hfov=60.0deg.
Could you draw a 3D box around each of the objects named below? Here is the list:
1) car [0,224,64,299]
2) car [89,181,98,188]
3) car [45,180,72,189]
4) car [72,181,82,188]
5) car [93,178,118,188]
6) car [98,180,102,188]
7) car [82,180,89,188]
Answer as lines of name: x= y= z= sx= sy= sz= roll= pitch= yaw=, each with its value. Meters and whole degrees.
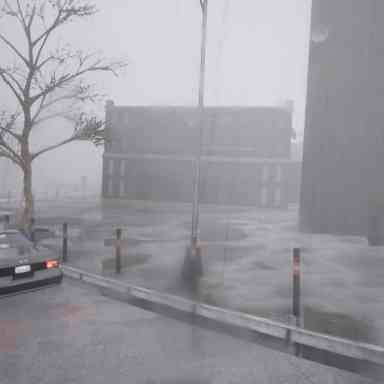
car: x=-5.161 y=1.463 z=7.901 sx=5.357 sy=1.411 sz=2.033 roll=1 pitch=1 yaw=39
car: x=-24.254 y=-1.846 z=74.310 sx=4.553 sy=1.767 sz=2.185 roll=3 pitch=3 yaw=21
car: x=-27.190 y=-1.638 z=66.576 sx=4.553 sy=1.767 sz=2.185 roll=3 pitch=3 yaw=21
car: x=-26.250 y=-1.581 z=69.176 sx=5.008 sy=1.535 sz=2.097 roll=3 pitch=3 yaw=21
car: x=-21.367 y=-2.204 z=82.059 sx=5.566 sy=2.045 sz=2.435 roll=3 pitch=3 yaw=21
car: x=-23.314 y=-1.796 z=76.911 sx=4.892 sy=1.521 sz=2.231 roll=3 pitch=3 yaw=21
car: x=-25.266 y=-1.612 z=71.751 sx=4.674 sy=1.452 sz=2.002 roll=3 pitch=3 yaw=21
